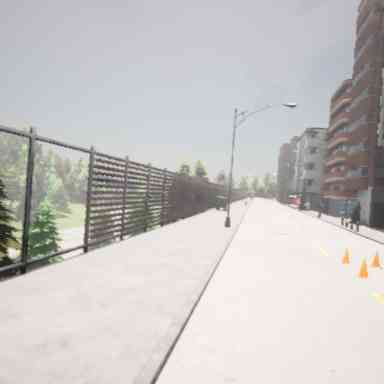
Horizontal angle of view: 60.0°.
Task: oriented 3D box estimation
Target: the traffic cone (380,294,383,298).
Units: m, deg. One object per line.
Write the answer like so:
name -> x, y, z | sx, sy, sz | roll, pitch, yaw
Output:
traffic cone -> 4.800, 2.258, 8.034 | 0.340, 0.580, 0.340 | 4, 0, 11

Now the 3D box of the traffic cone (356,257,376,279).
traffic cone -> 5.178, 2.273, 9.997 | 0.340, 0.580, 0.340 | 4, 0, 11

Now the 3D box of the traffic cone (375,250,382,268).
traffic cone -> 6.536, 2.362, 11.772 | 0.340, 0.580, 0.340 | 4, 0, 11

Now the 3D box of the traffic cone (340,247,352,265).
traffic cone -> 5.557, 2.289, 11.961 | 0.340, 0.580, 0.340 | 4, 0, 11
